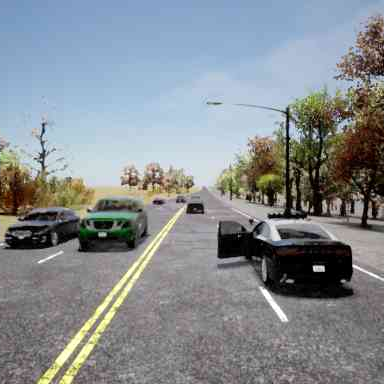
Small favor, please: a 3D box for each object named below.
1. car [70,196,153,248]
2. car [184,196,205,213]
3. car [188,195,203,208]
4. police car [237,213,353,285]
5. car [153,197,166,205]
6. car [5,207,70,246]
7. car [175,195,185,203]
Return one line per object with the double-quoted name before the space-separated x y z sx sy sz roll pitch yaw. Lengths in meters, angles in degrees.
"car" -3.291 1.214 14.975 2.150 2.045 5.566 0 0 0
"car" 0.384 1.476 36.719 1.837 1.490 4.892 0 0 1
"car" 0.569 1.302 48.213 2.097 1.767 4.553 0 0 2
"police car" 2.695 1.421 9.623 1.930 1.638 5.238 0 0 0
"car" -5.777 1.528 58.553 1.895 1.301 4.718 0 0 2
"car" -6.548 1.497 15.215 1.837 1.490 4.892 0 0 0
"car" -2.253 1.414 66.282 1.837 1.490 4.892 0 0 2
